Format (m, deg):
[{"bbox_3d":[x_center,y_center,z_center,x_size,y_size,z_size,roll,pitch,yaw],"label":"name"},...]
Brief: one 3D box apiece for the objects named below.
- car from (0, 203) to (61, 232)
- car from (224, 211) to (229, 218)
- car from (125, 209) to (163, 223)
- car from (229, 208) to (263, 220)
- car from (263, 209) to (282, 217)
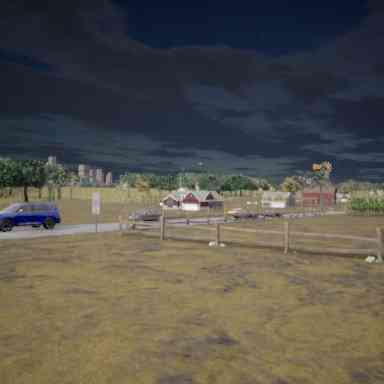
[{"bbox_3d":[-12.753,1.850,25.224,2.150,2.045,5.566,0,-2,35],"label":"car"},{"bbox_3d":[6.883,3.343,52.465,1.882,1.535,5.008,0,-2,36],"label":"car"},{"bbox_3d":[-5.105,2.596,35.912,2.128,1.511,4.902,0,-2,36],"label":"car"},{"bbox_3d":[8.018,3.356,49.211,2.033,1.411,5.357,0,-2,36],"label":"car"},{"bbox_3d":[13.761,3.723,57.296,2.033,1.411,5.357,0,-2,36],"label":"car"}]
